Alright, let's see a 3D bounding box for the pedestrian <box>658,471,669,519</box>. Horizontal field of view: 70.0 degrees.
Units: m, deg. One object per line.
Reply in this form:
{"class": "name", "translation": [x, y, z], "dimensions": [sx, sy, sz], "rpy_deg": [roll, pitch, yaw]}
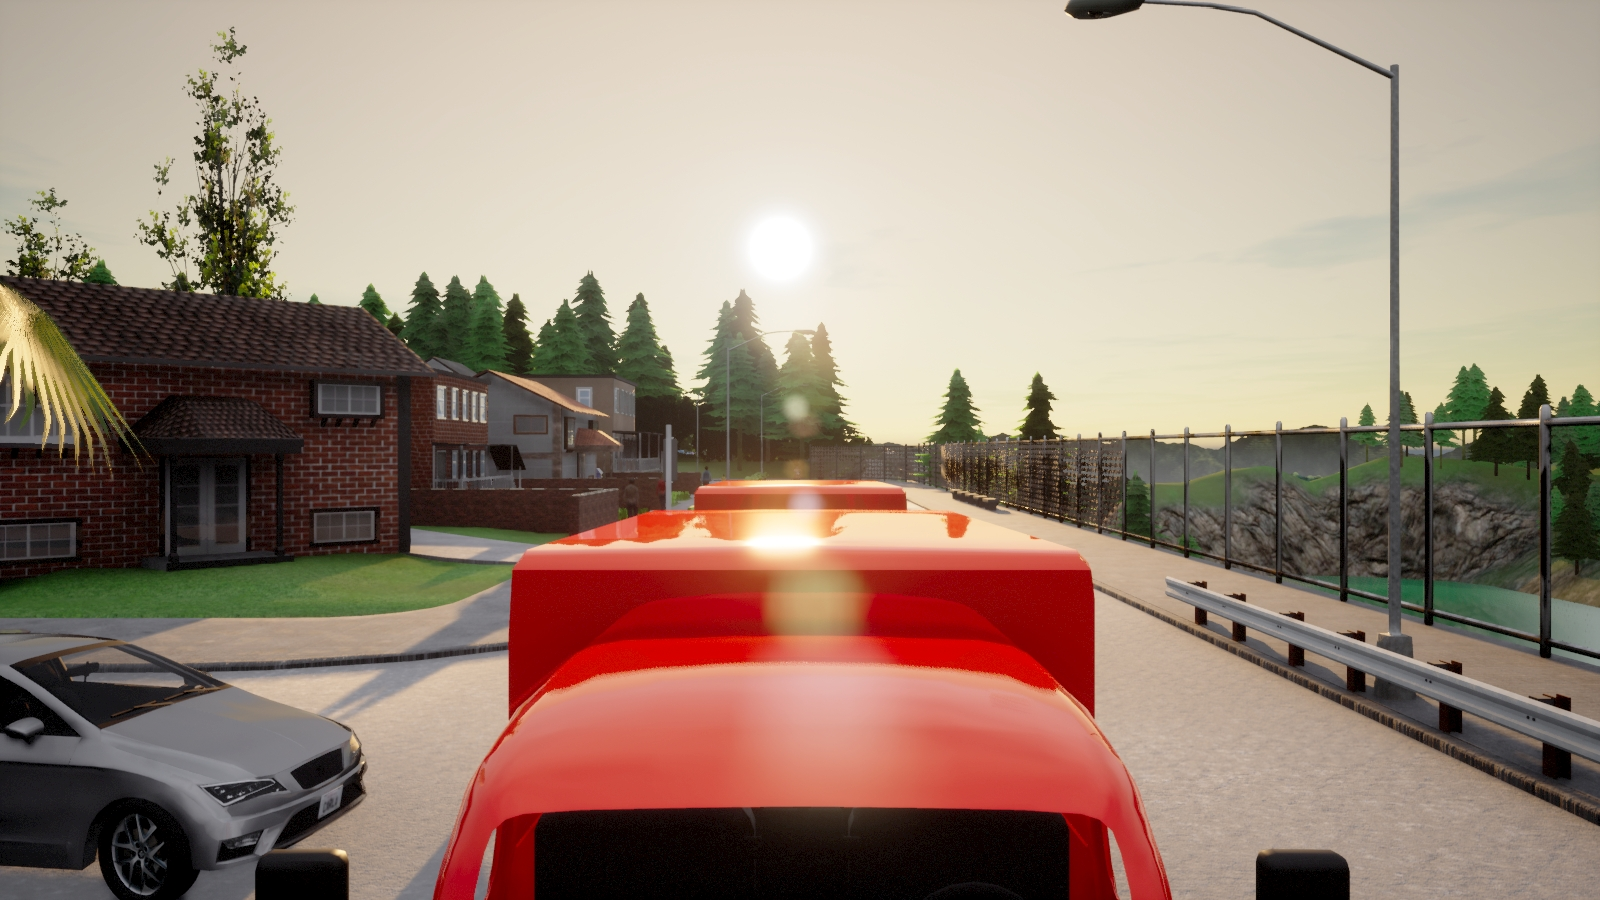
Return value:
{"class": "pedestrian", "translation": [-5.309, 1.763, 44.548], "dimensions": [0.375, 1.860, 0.375], "rpy_deg": [0, 0, 0]}

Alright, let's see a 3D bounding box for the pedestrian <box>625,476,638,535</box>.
{"class": "pedestrian", "translation": [-5.353, 1.760, 36.354], "dimensions": [0.375, 1.860, 0.375], "rpy_deg": [0, 0, -1]}

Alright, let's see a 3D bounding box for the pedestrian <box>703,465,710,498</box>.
{"class": "pedestrian", "translation": [-5.294, 1.772, 64.530], "dimensions": [0.375, 1.860, 0.375], "rpy_deg": [0, 0, 0]}

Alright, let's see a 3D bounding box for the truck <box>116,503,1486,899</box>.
{"class": "truck", "translation": [0.003, 1.571, 4.792], "dimensions": [2.627, 2.467, 5.204], "rpy_deg": [0, 0, 0]}

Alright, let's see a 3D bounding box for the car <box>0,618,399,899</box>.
{"class": "car", "translation": [-5.218, 2.069, 7.982], "dimensions": [4.193, 1.474, 1.816], "rpy_deg": [0, 0, 8]}
